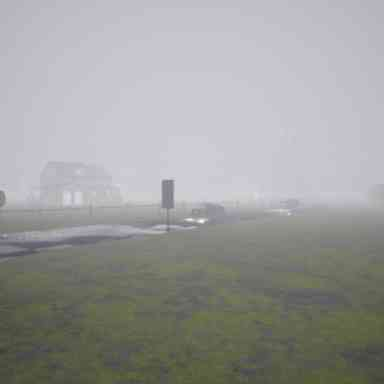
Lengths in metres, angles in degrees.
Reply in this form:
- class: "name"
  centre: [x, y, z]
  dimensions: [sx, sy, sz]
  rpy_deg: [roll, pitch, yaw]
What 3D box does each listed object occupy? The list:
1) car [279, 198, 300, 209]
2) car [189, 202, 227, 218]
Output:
- class: "car"
  centre: [14.356, 1.684, 48.721]
  dimensions: [2.128, 1.511, 4.902]
  rpy_deg: [0, 0, 36]
- class: "car"
  centre: [1.520, 1.651, 31.016]
  dimensions: [1.994, 1.385, 4.181]
  rpy_deg: [0, 0, 36]
